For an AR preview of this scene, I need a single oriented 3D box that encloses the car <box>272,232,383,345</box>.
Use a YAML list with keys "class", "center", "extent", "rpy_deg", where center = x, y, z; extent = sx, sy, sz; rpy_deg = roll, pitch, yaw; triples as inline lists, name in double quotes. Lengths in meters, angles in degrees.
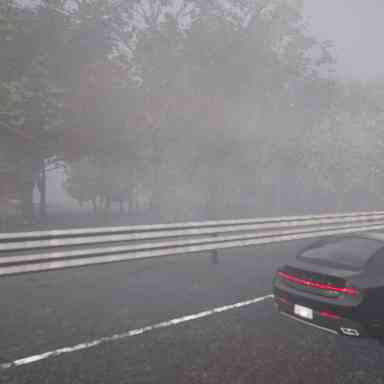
- class: "car"
  center: [3.621, 1.539, 6.350]
  extent: [4.892, 1.490, 1.837]
  rpy_deg: [0, 0, -36]
